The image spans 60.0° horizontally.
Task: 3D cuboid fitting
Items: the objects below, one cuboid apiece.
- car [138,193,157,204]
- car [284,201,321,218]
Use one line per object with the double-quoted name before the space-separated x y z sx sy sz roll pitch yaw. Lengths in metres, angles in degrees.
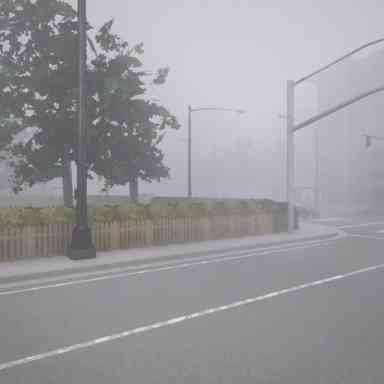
"car" -6.777 1.227 53.831 2.150 2.045 5.566 0 0 -34
"car" 9.406 1.526 30.334 1.812 1.442 4.674 0 0 -35
